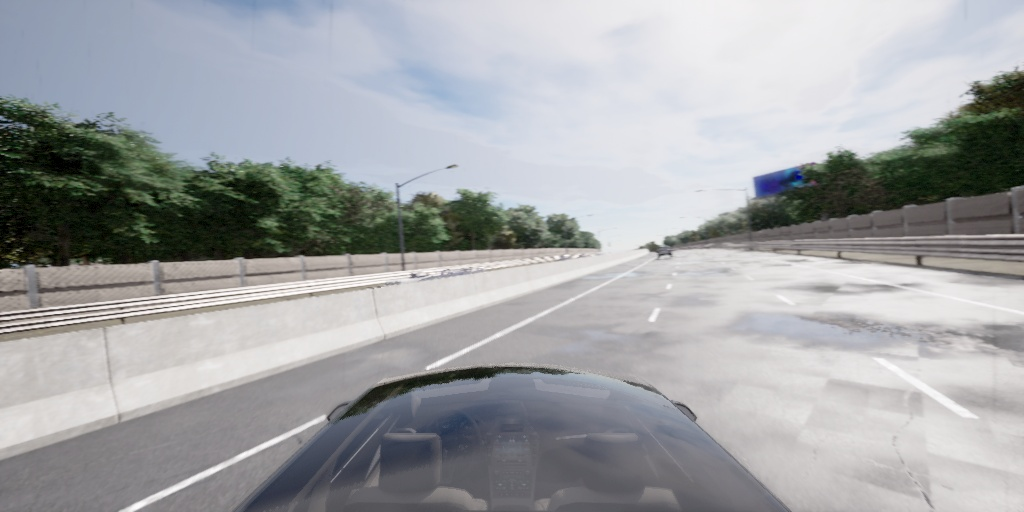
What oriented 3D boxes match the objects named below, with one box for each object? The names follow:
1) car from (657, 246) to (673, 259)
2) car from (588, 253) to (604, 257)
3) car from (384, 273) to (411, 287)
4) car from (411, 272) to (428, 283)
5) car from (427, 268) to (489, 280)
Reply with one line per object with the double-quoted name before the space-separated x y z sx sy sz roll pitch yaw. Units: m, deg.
"car" 21.648 -0.649 50.872 2.033 1.649 4.856 -5 0 25
"car" 14.871 0.215 61.264 1.812 1.442 4.674 -5 0 25
"car" -8.087 2.034 29.204 1.895 1.301 4.718 -5 0 26
"car" -4.925 1.725 27.735 2.033 1.411 5.357 -5 0 26
"car" -2.891 1.557 23.967 2.033 1.411 5.357 -5 0 27
